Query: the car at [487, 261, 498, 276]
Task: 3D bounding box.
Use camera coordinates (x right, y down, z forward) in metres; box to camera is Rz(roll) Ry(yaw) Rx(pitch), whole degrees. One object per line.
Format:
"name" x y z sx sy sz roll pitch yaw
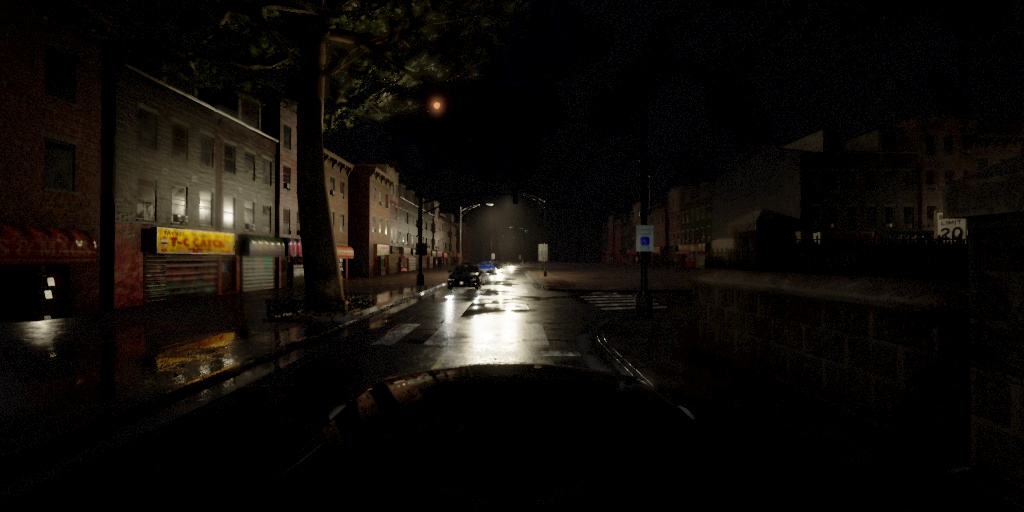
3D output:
"car" -2.793 1.297 38.158 1.812 1.442 4.674 0 0 0

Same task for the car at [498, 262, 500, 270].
"car" -2.745 1.410 53.259 1.895 1.301 4.718 0 0 0

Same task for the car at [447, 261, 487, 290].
"car" -2.816 1.263 22.434 1.837 1.490 4.892 0 0 0
